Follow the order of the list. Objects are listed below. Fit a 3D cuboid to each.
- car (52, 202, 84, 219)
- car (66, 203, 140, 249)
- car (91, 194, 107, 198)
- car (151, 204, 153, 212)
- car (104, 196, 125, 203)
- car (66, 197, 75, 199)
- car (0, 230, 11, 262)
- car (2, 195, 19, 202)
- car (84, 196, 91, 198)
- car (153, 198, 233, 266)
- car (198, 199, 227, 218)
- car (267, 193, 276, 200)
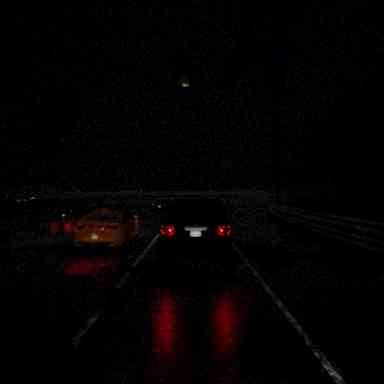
[{"bbox_3d":[-10.397,1.567,29.122,1.895,1.301,4.718,0,0,0],"label":"car"},{"bbox_3d":[-3.498,1.461,14.412,1.882,1.535,5.008,0,0,0],"label":"car"},{"bbox_3d":[-20.990,1.551,76.925,2.150,2.045,5.566,0,-1,0],"label":"car"},{"bbox_3d":[-3.495,1.532,37.856,1.994,1.385,4.181,0,0,0],"label":"car"},{"bbox_3d":[-6.895,1.443,29.981,1.882,1.535,5.008,0,0,0],"label":"car"},{"bbox_3d":[-27.990,1.850,76.952,1.812,1.442,4.674,0,-1,0],"label":"car"},{"bbox_3d":[-6.900,1.481,9.071,2.128,1.511,4.902,0,0,0],"label":"car"},{"bbox_3d":[-41.281,1.496,75.032,2.128,1.511,4.902,1,0,-16],"label":"car"},{"bbox_3d":[-24.490,1.878,76.951,1.994,1.385,4.181,0,-1,0],"label":"car"},{"bbox_3d":[0.125,1.208,11.625,2.150,2.045,5.566,0,0,1],"label":"car"},{"bbox_3d":[2.039,1.455,31.137,2.128,1.511,4.902,0,0,11],"label":"car"},{"bbox_3d":[20.567,1.353,86.709,1.837,1.490,4.892,-1,1,17],"label":"car"}]
